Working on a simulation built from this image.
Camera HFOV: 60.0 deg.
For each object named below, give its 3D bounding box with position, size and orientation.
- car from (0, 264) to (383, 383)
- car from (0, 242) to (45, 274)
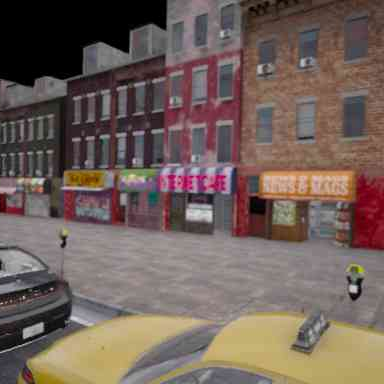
[{"bbox_3d":[0.582,1.520,2.374,4.829,1.417,1.752,1,2,36],"label":"car"},{"bbox_3d":[-3.785,1.505,5.487,4.403,1.369,2.008,1,2,36],"label":"car"}]
